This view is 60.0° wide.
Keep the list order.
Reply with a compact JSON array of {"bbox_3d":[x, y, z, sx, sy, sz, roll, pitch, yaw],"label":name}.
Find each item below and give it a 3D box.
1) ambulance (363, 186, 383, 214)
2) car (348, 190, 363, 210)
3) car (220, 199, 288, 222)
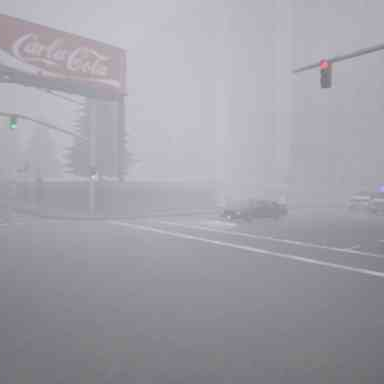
[{"bbox_3d":[17.794,0.686,29.081,6.366,2.431,2.351,0,1,-40],"label":"ambulance"},{"bbox_3d":[18.157,0.788,34.067,5.566,2.045,2.150,0,1,-40],"label":"car"},{"bbox_3d":[4.348,1.183,22.576,5.357,1.411,2.033,0,1,-40],"label":"car"}]
